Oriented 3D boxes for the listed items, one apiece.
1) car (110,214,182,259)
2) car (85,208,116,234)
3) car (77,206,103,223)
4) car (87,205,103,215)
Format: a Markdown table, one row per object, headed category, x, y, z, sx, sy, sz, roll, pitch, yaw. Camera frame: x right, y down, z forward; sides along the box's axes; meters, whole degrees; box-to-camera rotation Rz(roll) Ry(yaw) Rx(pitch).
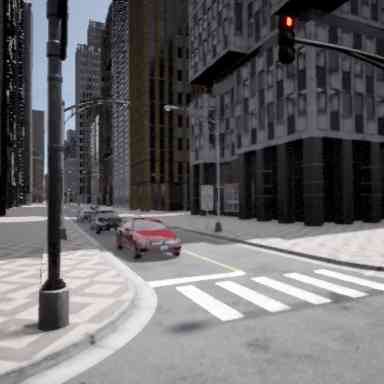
| category | x | y | z | sx | sy | sz | roll | pitch | yaw |
| --- | --- | --- | --- | --- | --- | --- | --- | --- | --- |
| car | -2.014 | 1.859 | 14.387 | 1.812 | 1.442 | 4.674 | 0 | -1 | -25 |
| car | -6.245 | 2.121 | 24.087 | 2.033 | 1.411 | 5.357 | 0 | -1 | -23 |
| car | -10.766 | 2.357 | 34.465 | 1.812 | 1.442 | 4.674 | 0 | -1 | -24 |
| car | -15.458 | 2.831 | 52.907 | 1.994 | 1.385 | 4.181 | 0 | -1 | -24 |
